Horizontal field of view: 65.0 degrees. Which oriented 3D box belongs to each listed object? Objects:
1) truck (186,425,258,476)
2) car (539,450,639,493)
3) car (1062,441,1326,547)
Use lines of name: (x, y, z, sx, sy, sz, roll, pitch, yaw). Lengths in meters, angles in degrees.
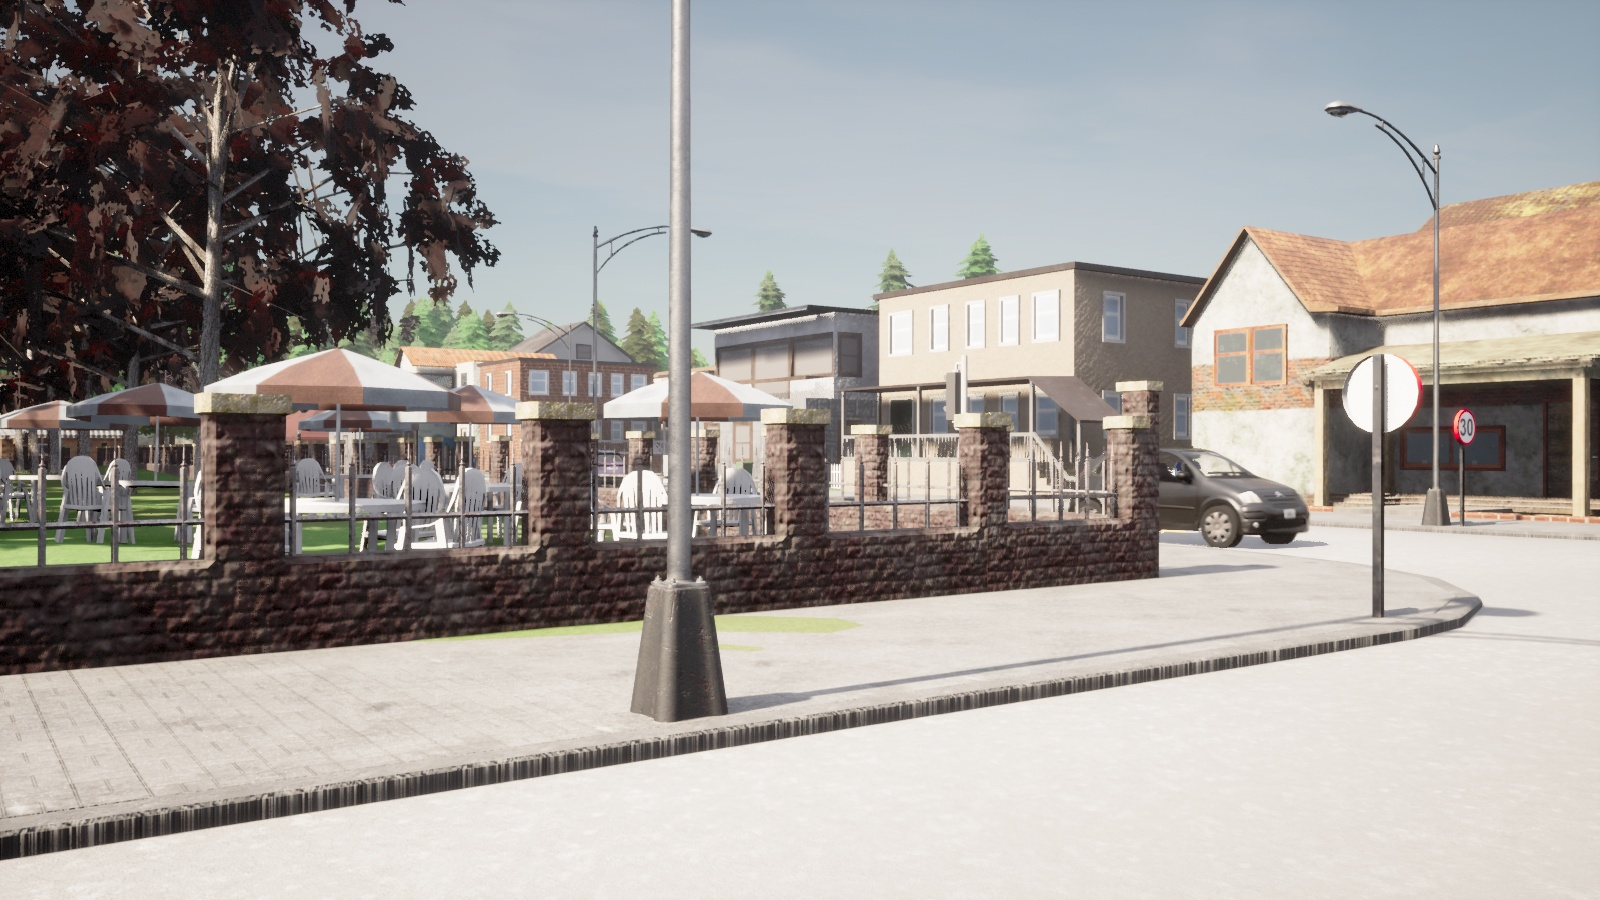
truck: (-41.321, 0.070, 89.628, 2.891, 3.462, 7.936, 0, 0, -38)
car: (-8.432, 0.814, 49.772, 2.033, 1.649, 4.856, 0, 0, -35)
car: (6.579, 0.681, 21.344, 1.851, 1.617, 3.988, 0, 0, -35)
